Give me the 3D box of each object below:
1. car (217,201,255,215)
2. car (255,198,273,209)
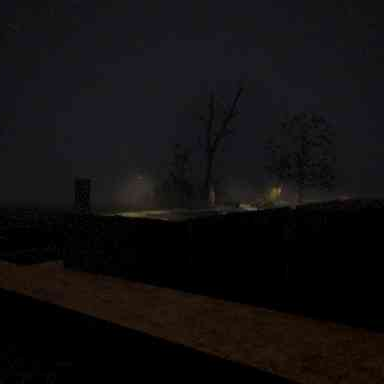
[{"bbox_3d":[4.445,1.791,34.422,1.895,1.301,4.718,4,2,32],"label":"car"},{"bbox_3d":[10.246,1.605,48.660,2.033,1.411,5.357,4,2,32],"label":"car"}]
